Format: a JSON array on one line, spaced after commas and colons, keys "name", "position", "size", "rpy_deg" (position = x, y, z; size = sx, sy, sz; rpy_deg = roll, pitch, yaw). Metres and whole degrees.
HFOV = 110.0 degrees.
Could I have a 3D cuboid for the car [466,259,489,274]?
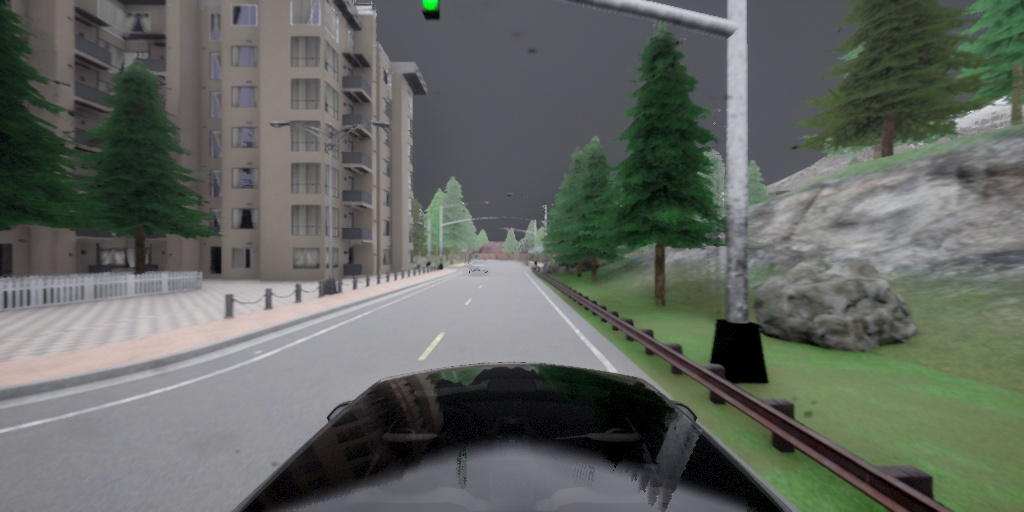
[{"name": "car", "position": [-3.487, 1.032, 37.709], "size": [1.812, 1.442, 4.674], "rpy_deg": [0, 0, 0]}]
